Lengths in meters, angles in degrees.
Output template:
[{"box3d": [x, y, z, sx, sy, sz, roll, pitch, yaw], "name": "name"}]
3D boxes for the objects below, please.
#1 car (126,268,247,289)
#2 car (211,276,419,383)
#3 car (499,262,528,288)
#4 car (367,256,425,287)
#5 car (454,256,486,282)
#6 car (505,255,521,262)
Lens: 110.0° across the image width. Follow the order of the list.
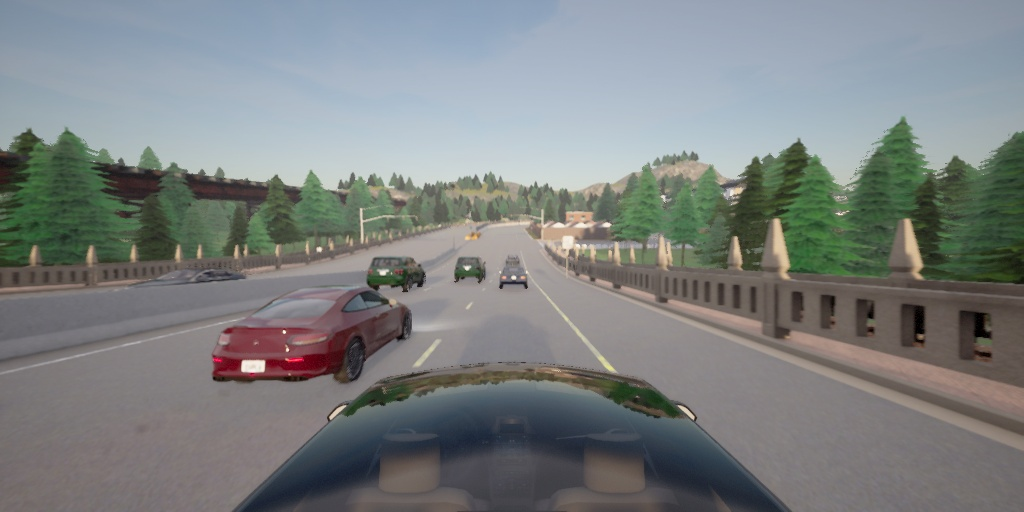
[{"box3d": [-13.997, 1.297, 15.780, 2.128, 1.511, 4.902, 0, 0, 0], "name": "car"}, {"box3d": [-3.399, 1.292, 7.017, 1.812, 1.442, 4.674, 0, 0, 0], "name": "car"}, {"box3d": [0.104, 1.365, 24.384, 2.033, 1.411, 5.357, 0, 0, 0], "name": "car"}, {"box3d": [-6.897, 1.032, 21.839, 2.150, 2.045, 5.566, 0, 0, 0], "name": "car"}, {"box3d": [-3.395, 1.036, 29.807, 2.150, 2.045, 5.566, 0, 0, 0], "name": "car"}, {"box3d": [0.092, 0.551, 46.591, 2.128, 1.511, 4.902, 0, 5, 0], "name": "car"}]
